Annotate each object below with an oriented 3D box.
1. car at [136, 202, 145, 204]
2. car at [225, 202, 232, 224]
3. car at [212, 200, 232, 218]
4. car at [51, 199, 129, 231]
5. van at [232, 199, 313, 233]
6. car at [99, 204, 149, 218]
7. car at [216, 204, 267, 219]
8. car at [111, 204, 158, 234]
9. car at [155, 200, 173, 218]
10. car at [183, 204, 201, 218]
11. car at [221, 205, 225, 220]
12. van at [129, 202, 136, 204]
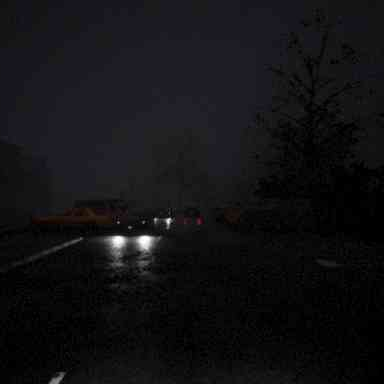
[{"bbox_3d":[-7.223,1.698,33.040,5.566,2.045,2.435,0,-2,0],"label":"car"},{"bbox_3d":[5.230,1.699,23.062,5.366,1.575,1.946,0,-1,0],"label":"car"},{"bbox_3d":[4.999,1.648,31.444,5.566,2.045,2.435,0,-2,0],"label":"car"},{"bbox_3d":[-7.194,1.595,23.810,4.553,1.767,2.185,0,-1,0],"label":"car"},{"bbox_3d":[4.933,1.424,20.272,4.442,1.987,1.878,0,-1,0],"label":"van"},{"bbox_3d":[-7.266,2.041,35.948,5.008,1.535,2.097,0,-2,0],"label":"car"},{"bbox_3d":[5.003,1.984,34.228,4.892,1.521,2.231,0,-2,0],"label":"car"},{"bbox_3d":[-3.389,1.702,20.467,1.812,1.442,4.674,0,-1,0],"label":"car"},{"bbox_3d":[-3.364,1.962,38.748,2.150,2.045,5.566,0,-2,0],"label":"car"},{"bbox_3d":[0.043,2.100,37.951,1.882,1.535,5.008,0,-2,1],"label":"car"},{"bbox_3d":[5.225,1.755,25.722,5.366,1.575,1.946,0,-1,0],"label":"car"},{"bbox_3d":[-7.115,1.564,26.849,4.442,1.987,1.878,0,-1,0],"label":"van"}]
